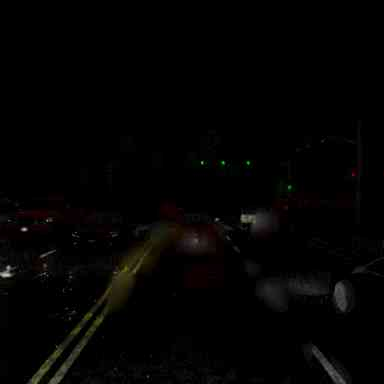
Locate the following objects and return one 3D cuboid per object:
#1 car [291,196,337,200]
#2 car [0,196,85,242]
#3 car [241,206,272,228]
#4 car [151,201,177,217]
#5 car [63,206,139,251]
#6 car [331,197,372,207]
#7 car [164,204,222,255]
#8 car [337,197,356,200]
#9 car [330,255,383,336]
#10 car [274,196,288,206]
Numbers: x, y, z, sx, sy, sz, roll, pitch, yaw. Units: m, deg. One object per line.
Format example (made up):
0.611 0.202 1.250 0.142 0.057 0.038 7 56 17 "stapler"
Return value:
15.767 1.463 43.565 5.008 1.535 1.882 0 0 -2 "car"
-7.012 1.221 16.697 2.150 2.045 5.566 0 0 0 "car"
4.358 1.593 22.383 1.895 1.301 4.718 0 0 12 "car"
-2.457 1.536 31.833 2.033 1.411 5.357 0 0 -21 "car"
-3.535 1.472 14.279 1.882 1.535 5.008 0 0 1 "car"
24.285 1.530 50.820 5.357 1.411 2.033 0 0 -2 "car"
0.099 1.473 13.322 1.882 1.535 5.008 0 0 0 "car"
20.237 1.585 47.201 4.718 1.301 1.895 0 0 -2 "car"
3.596 1.503 4.500 1.837 1.490 4.892 0 0 -1 "car"
14.817 1.335 50.534 4.553 1.767 2.097 0 0 -2 "car"
